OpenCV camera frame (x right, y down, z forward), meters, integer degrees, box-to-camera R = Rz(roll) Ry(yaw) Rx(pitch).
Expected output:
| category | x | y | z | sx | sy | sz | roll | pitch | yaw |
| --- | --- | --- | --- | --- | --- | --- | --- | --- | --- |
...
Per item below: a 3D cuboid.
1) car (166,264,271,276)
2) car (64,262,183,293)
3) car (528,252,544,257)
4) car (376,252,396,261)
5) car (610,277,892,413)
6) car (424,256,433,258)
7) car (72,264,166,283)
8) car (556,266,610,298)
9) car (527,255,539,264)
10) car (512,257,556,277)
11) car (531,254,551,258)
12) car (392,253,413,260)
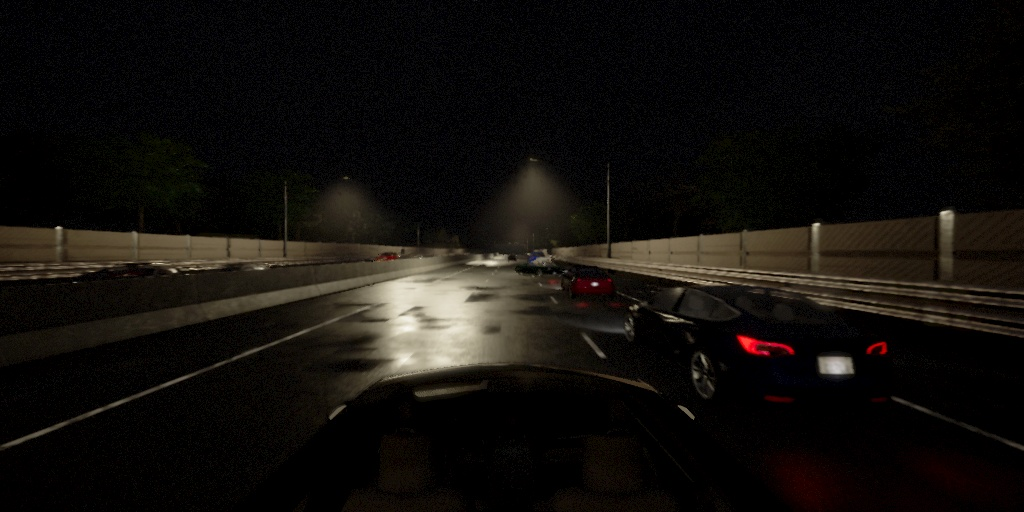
| category | x | y | z | sx | sy | sz | roll | pitch | yaw |
| --- | --- | --- | --- | --- | --- | --- | --- | --- | --- |
| car | -14.090 | 1.109 | 18.457 | 2.033 | 1.411 | 5.357 | 0 | 1 | 0 |
| car | -21.081 | 1.111 | 19.752 | 1.994 | 1.385 | 4.181 | 0 | 1 | 0 |
| car | 3.506 | 0.439 | 50.216 | 2.150 | 2.045 | 5.566 | 0 | 1 | 0 |
| car | -21.008 | 0.345 | 60.629 | 2.150 | 2.045 | 5.566 | 0 | 1 | 1 |
| car | 3.501 | 1.202 | 6.213 | 2.163 | 1.488 | 4.792 | 0 | 1 | 0 |
| car | -14.011 | 0.658 | 59.679 | 1.812 | 1.442 | 4.674 | 0 | 1 | 0 |
| car | -17.591 | 1.176 | 17.178 | 1.895 | 1.301 | 4.718 | 0 | 1 | 0 |
| car | 3.503 | 1.137 | 17.186 | 1.994 | 1.385 | 4.181 | 0 | 1 | 0 |
| car | 3.508 | 0.637 | 61.192 | 1.812 | 1.442 | 4.674 | 0 | 1 | 0 |
| car | 2.189 | 1.031 | 30.041 | 1.895 | 1.301 | 4.718 | 0 | 1 | -32 |
| car | 3.505 | 0.835 | 39.217 | 2.163 | 1.488 | 4.792 | 0 | 1 | 0 |
| car | -17.521 | 0.661 | 58.634 | 1.812 | 1.442 | 4.674 | 0 | 1 | 1 |
